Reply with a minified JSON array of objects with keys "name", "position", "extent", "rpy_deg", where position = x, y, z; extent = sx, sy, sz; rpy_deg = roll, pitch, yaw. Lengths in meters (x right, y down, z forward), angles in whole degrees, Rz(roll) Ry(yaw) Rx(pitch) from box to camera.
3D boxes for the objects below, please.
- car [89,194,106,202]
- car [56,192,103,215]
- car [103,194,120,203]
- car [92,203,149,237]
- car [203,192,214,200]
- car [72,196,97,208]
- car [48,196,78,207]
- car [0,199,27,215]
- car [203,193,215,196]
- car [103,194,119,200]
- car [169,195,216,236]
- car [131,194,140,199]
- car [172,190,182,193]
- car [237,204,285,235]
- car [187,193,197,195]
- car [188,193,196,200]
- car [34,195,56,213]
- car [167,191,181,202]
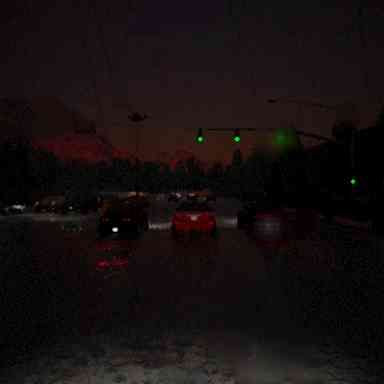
[{"name":"car","position":[-17.503,1.091,62.014],"extent":[1.837,1.490,4.892],"rpy_deg":[0,0,0]},{"name":"car","position":[-10.584,1.009,31.780],"extent":[2.150,2.045,5.566],"rpy_deg":[0,0,0]},{"name":"car","position":[-14.024,1.112,58.404],"extent":[1.837,1.490,4.892],"rpy_deg":[0,1,0]},{"name":"car","position":[-3.400,1.390,17.137],"extent":[1.837,1.490,4.892],"rpy_deg":[0,0,0]},{"name":"car","position":[3.497,0.875,72.277],"extent":[2.128,1.511,4.902],"rpy_deg":[0,0,0]},{"name":"car","position":[-14.076,1.233,43.785],"extent":[1.812,1.442,4.674],"rpy_deg":[0,0,0]},{"name":"car","position":[-17.557,1.242,45.675],"extent":[2.033,1.411,5.357],"rpy_deg":[0,0,1]},{"name":"car","position":[-17.616,1.336,31.548],"extent":[2.033,1.411,5.357],"rpy_deg":[0,0,-4]},{"name":"car","position":[3.497,1.078,61.858],"extent":[2.128,1.511,4.902],"rpy_deg":[0,0,0]},{"name":"car","position":[-10.579,1.074,42.167],"extent":[2.097,1.767,4.553],"rpy_deg":[0,0,0]},{"name":"car","position":[0.099,1.233,17.688],"extent":[2.097,1.767,4.553],"rpy_deg":[0,0,0]},{"name":"car","position":[-10.503,1.133,62.018],"extent":[2.033,1.411,5.357],"rpy_deg":[0,0,0]},{"name":"car","position":[-3.503,0.575,72.304],"extent":[2.150,2.045,5.566],"rpy_deg":[0,0,0]},{"name":"car","position":[3.599,1.371,17.964],"extent":[2.128,1.511,4.902],"rpy_deg":[0,0,0]},{"name":"car","position":[-0.003,1.078,61.858],"extent":[2.128,1.511,4.902],"rpy_deg":[0,0,0]},{"name":"car","position":[-0.003,0.874,72.276],"extent":[1.812,1.442,4.674],"rpy_deg":[0,0,0]},{"name":"car","position":[-14.082,1.126,33.760],"extent":[2.097,1.767,4.553],"rpy_deg":[0,0,0]},{"name":"car","position":[-3.503,1.110,62.274],"extent":[1.812,1.442,4.674],"rpy_deg":[0,0,0]}]
